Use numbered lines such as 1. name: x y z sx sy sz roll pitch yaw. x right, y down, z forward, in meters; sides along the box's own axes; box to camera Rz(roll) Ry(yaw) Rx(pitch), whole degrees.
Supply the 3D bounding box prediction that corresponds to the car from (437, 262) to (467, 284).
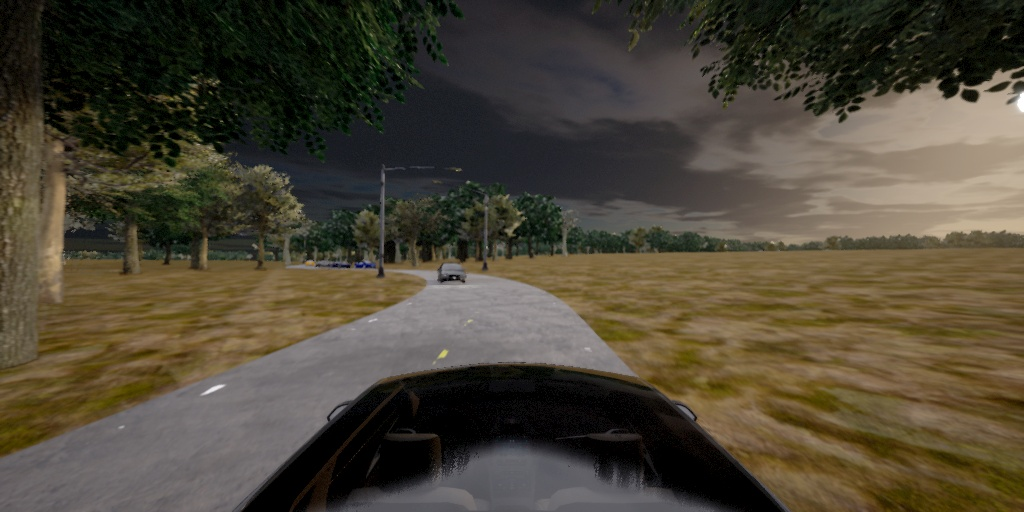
1. car: -4.538 1.241 26.857 1.837 1.490 4.892 1 0 -15
